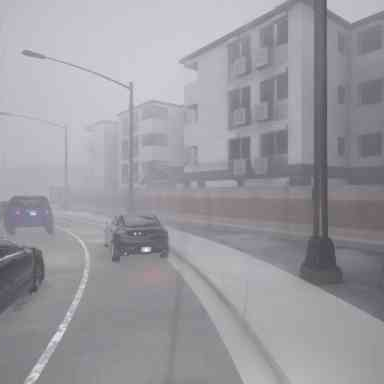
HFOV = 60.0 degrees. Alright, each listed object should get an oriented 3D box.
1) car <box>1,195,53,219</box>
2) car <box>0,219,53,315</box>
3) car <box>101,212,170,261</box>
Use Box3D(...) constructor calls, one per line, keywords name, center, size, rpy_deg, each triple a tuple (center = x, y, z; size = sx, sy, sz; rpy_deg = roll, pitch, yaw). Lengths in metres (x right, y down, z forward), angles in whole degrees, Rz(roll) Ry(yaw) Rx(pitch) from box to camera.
Box3D(name="car", center=(-9.591, 1.220, 19.374), size=(2.150, 2.045, 5.566), rpy_deg=(0, 0, -32))
Box3D(name="car", center=(-4.080, 1.492, 5.838), size=(2.128, 1.511, 4.902), rpy_deg=(0, 0, -9))
Box3D(name="car", center=(-2.189, 1.504, 12.417), size=(1.837, 1.490, 4.892), rpy_deg=(0, 0, -19))
